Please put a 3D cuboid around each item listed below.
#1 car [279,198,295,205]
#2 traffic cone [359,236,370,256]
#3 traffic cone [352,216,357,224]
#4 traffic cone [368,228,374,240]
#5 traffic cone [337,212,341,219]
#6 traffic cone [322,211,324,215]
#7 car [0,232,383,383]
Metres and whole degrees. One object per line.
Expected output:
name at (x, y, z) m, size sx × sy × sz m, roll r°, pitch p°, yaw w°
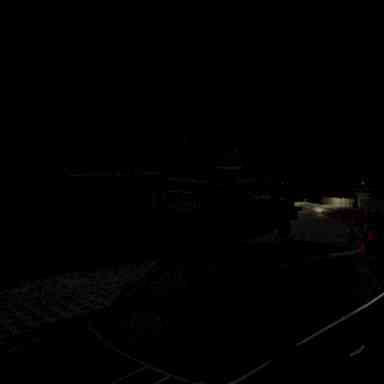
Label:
car at (16.385, 1.755, 58.267) m, size 2.033 × 1.411 × 5.357 m, roll 0°, pitch 0°, yaw -1°
traffic cone at (6.304, 2.025, 12.331) m, size 0.340 × 0.580 × 0.340 m, roll 0°, pitch 0°, yaw 35°
traffic cone at (12.207, 2.073, 25.106) m, size 0.340 × 0.580 × 0.340 m, roll 0°, pitch 0°, yaw 15°
traffic cone at (8.759, 2.041, 16.352) m, size 0.340 × 0.580 × 0.340 m, roll 0°, pitch 0°, yaw 28°
traffic cone at (13.154, 2.088, 29.722) m, size 0.340 × 0.580 × 0.340 m, roll 0°, pitch 0°, yaw 8°
traffic cone at (13.568, 2.101, 34.451) m, size 0.340 × 0.580 × 0.340 m, roll 0°, pitch 0°, yaw 3°
car at (0.297, 1.367, 3.124) m, size 4.553 × 1.767 × 2.097 m, roll 1°, pitch 0°, yaw -41°
